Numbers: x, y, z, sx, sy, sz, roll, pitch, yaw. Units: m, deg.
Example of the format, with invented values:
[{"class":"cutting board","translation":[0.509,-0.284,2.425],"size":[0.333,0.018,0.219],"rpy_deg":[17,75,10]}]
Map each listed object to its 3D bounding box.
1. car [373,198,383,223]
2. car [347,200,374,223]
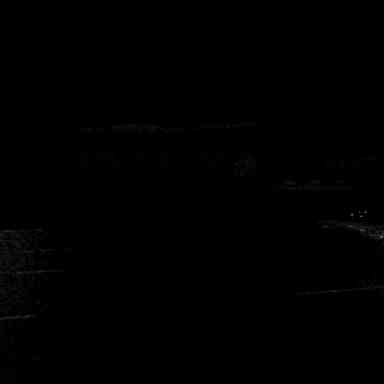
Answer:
[{"class":"car","translation":[12.938,1.200,18.327],"size":[4.892,1.490,1.837],"rpy_deg":[-1,0,-12]},{"class":"car","translation":[12.626,1.175,21.837],"size":[4.892,1.490,1.837],"rpy_deg":[-1,0,-12]}]
